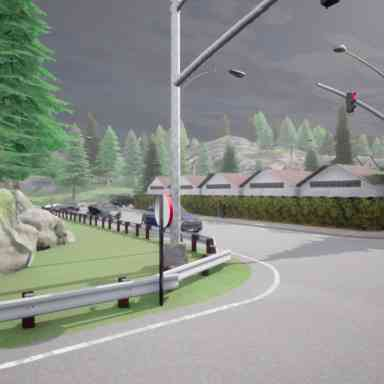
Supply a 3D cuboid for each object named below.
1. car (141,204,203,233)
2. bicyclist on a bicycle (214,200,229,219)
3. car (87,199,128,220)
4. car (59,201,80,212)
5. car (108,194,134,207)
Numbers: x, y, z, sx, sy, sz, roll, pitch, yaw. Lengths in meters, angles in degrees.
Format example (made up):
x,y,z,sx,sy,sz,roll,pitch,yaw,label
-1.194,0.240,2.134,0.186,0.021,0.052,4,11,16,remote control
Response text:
x,y,z,sx,sy,sz,roll,pitch,yaw,label
-1.317,1.544,20.497,2.097,1.767,4.553,0,0,-35,car
2.507,1.493,28.077,1.656,1.620,0.582,0,0,-35,bicyclist on a bicycle
-7.966,1.683,30.013,2.128,1.511,4.902,0,0,-35,car
-15.093,1.749,40.787,1.994,1.385,4.181,0,0,-27,car
-10.971,1.398,53.185,2.150,2.045,5.566,0,0,33,car
